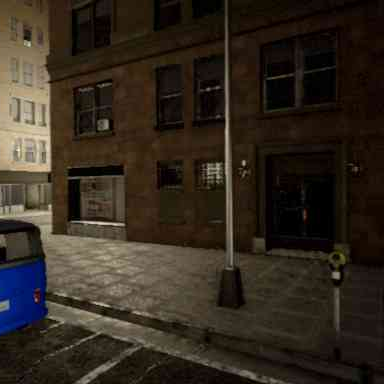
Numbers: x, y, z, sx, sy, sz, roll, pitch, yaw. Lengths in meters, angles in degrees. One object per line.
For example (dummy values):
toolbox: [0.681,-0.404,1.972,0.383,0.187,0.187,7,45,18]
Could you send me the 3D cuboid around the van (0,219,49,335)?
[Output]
van: [-4.100,1.269,5.261,3.998,1.788,1.690,0,1,31]
